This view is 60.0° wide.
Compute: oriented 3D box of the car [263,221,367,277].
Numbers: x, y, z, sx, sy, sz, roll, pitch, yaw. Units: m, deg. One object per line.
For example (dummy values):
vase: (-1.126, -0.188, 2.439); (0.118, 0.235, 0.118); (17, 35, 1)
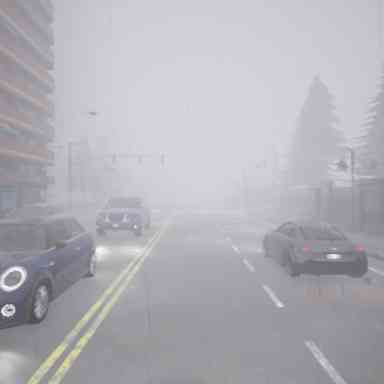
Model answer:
car: (3.503, 1.574, 10.230); (1.994, 1.385, 4.181); (0, 0, 0)

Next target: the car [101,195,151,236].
car: (-3.615, 1.221, 18.531); (2.150, 2.045, 5.566); (0, 0, 0)

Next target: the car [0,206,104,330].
car: (-3.601, 1.353, 7.094); (2.097, 1.767, 4.553); (0, 0, 0)

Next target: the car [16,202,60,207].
car: (-7.110, 1.354, 14.722); (2.097, 1.767, 4.553); (0, 0, 0)
